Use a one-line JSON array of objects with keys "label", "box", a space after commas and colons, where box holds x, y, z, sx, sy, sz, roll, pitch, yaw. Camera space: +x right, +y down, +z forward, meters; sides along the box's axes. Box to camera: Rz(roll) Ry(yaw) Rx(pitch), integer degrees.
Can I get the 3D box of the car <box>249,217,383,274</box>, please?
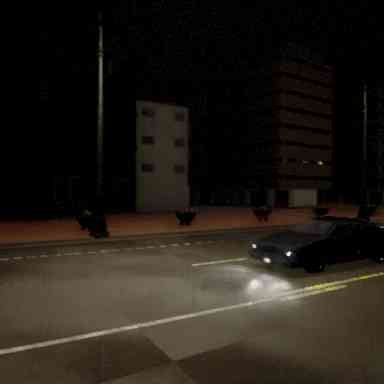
[{"label": "car", "box": [4.407, 1.528, 10.612, 5.357, 1.411, 2.033, 0, 0, -30]}]
